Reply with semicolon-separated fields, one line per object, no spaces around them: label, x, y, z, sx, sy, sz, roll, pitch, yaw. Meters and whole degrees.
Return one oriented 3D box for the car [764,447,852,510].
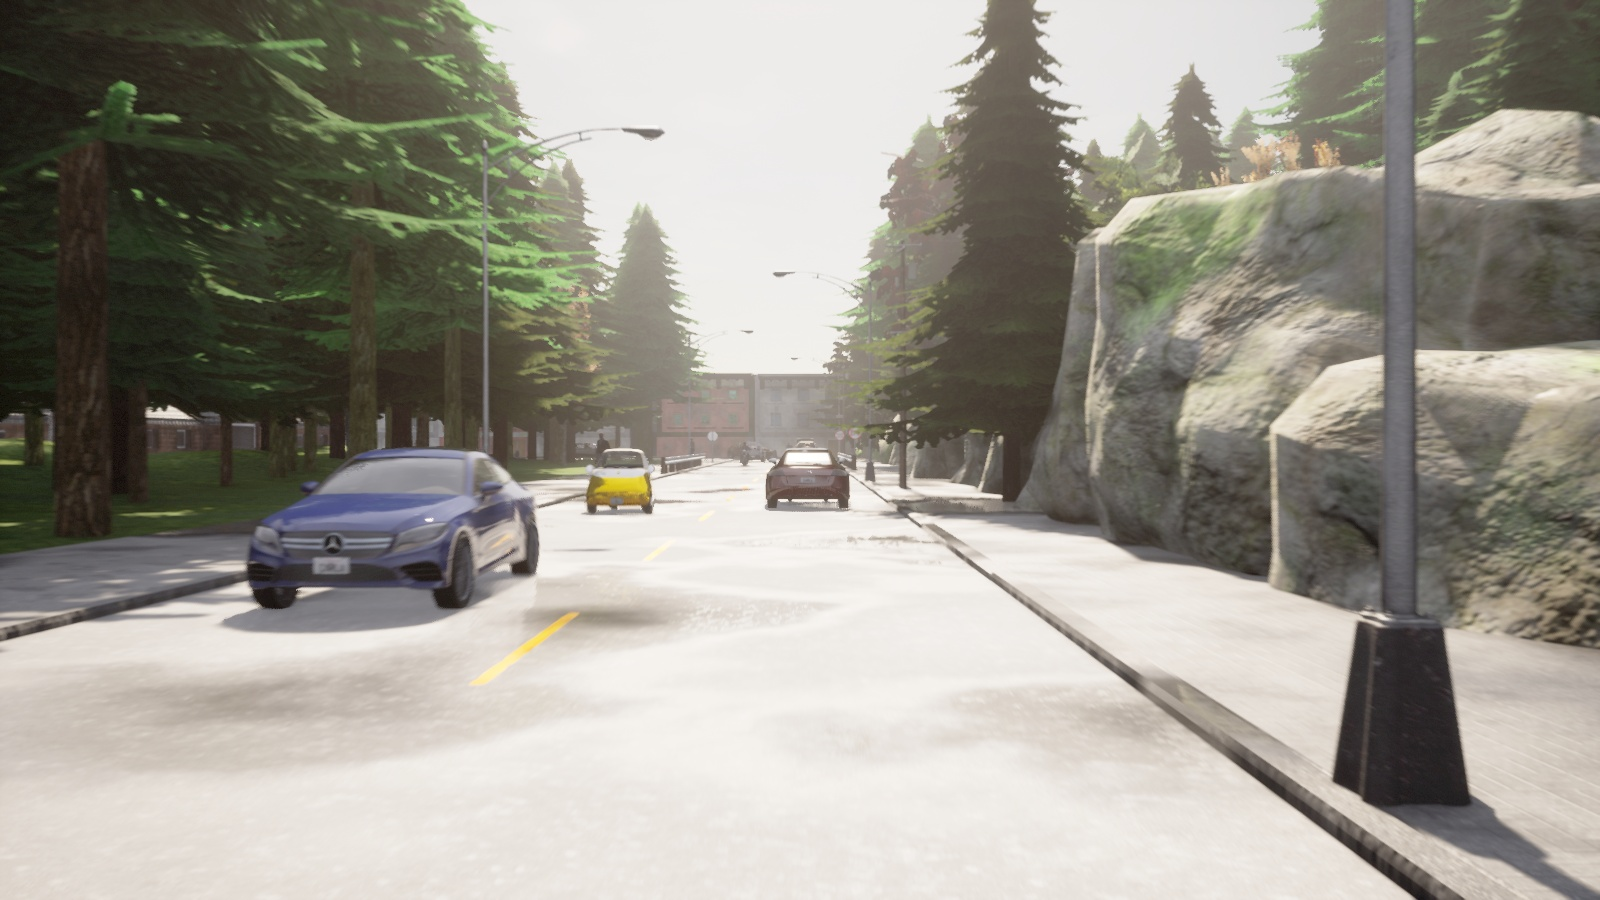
car;0.187;0.638;30.369;1.994;1.385;4.181;0;0;0

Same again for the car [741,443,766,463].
car;-3.585;0.206;97.181;1.845;1.501;3.633;0;0;0

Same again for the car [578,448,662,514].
car;-3.832;0.644;27.029;1.481;1.376;2.207;0;0;0

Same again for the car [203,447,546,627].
car;-3.914;0.698;12.497;1.812;1.442;4.674;0;0;0

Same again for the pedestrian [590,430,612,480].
pedestrian;-7.466;0.183;47.100;0.376;1.854;0.720;0;0;40
